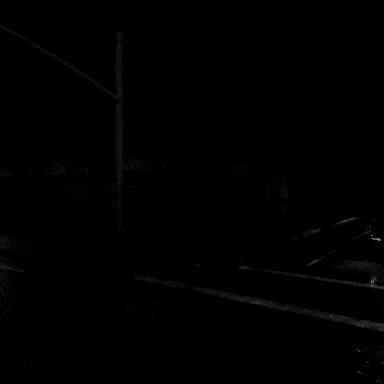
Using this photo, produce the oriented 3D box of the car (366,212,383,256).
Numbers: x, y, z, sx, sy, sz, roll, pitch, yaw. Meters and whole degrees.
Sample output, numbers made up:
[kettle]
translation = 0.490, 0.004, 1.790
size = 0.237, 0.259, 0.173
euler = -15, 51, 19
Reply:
[car]
translation = 7.786, 1.470, 12.298
size = 1.837, 1.490, 4.892
euler = 0, 0, 35
